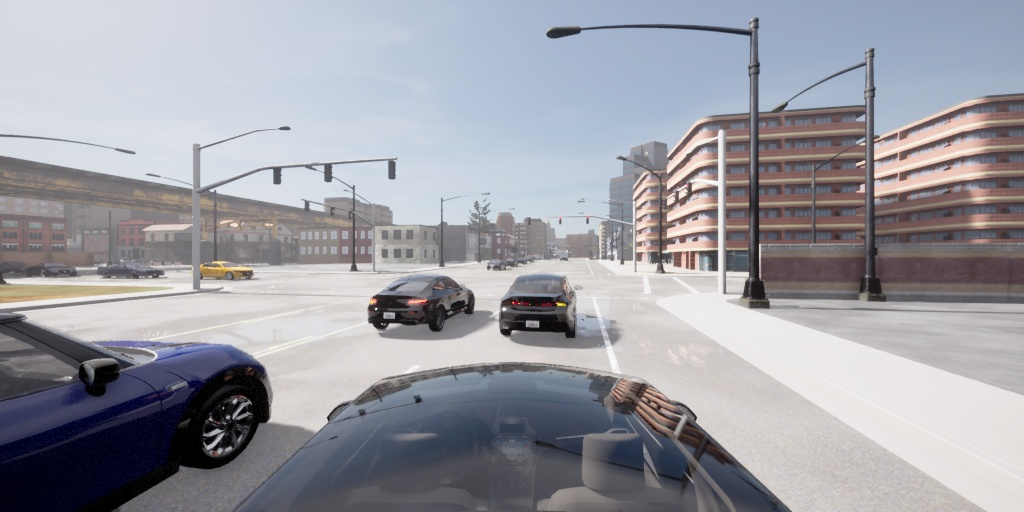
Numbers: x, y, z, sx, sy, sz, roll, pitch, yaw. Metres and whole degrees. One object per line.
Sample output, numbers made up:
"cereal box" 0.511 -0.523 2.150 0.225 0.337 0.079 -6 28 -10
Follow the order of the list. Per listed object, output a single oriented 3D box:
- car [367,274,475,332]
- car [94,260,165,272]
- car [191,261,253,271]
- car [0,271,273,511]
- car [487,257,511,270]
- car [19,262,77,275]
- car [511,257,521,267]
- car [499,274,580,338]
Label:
"car" -2.539 1.276 10.924 1.812 1.442 4.674 0 0 11
"car" -34.263 1.297 32.185 5.357 1.411 2.033 0 0 9
"car" -24.605 1.228 30.554 5.008 1.535 1.882 0 0 10
"car" -3.858 1.102 2.146 2.097 1.767 4.553 0 0 6
"car" -2.042 1.106 48.061 2.128 1.511 4.902 0 1 11
"car" -43.983 1.314 34.216 4.181 1.385 1.994 0 0 15
"car" -0.245 0.957 57.338 1.882 1.535 5.008 0 1 11
"car" 0.907 1.255 10.284 1.837 1.490 4.892 0 0 11
